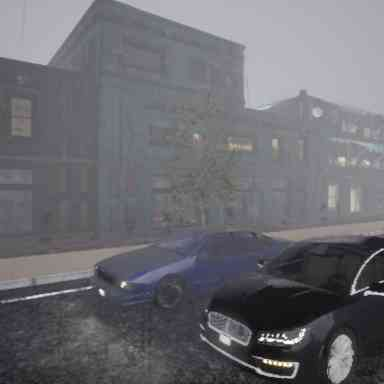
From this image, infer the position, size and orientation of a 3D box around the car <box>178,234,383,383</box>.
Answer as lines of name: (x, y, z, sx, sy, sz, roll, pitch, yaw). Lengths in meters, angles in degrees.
car: (2.371, 1.516, 5.374, 4.892, 1.490, 1.837, 0, 0, -35)

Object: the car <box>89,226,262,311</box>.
car: (0.428, 1.558, 7.982, 5.357, 1.411, 2.033, 0, 0, -35)
